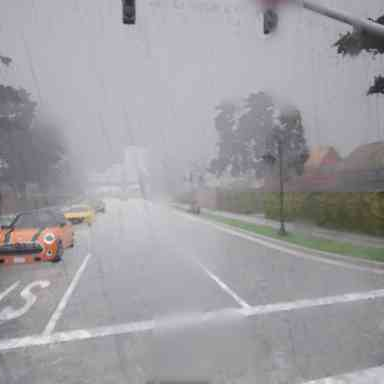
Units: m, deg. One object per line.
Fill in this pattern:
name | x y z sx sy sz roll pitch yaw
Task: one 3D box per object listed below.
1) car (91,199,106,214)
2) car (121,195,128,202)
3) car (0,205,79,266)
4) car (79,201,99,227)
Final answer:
car | -11.375 1.676 39.588 2.097 1.767 4.553 -1 0 -12
car | -18.697 1.919 92.275 1.994 1.385 4.181 -1 0 -12
car | -5.709 1.504 12.320 2.097 1.767 4.553 -1 0 -12
car | -8.315 1.708 24.848 1.882 1.535 5.008 -1 0 -12
